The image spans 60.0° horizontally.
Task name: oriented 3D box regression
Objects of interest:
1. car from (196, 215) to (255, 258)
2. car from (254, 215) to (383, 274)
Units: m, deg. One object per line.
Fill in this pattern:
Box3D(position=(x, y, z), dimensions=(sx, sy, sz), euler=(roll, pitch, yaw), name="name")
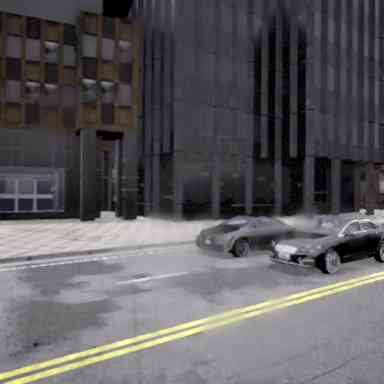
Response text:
Box3D(position=(2.221, 1.617, 13.067), dimensions=(4.181, 1.385, 1.994), euler=(0, 0, -34), name="car")
Box3D(position=(4.627, 1.545, 10.778), dimensions=(4.902, 1.511, 2.128), euler=(0, 0, -34), name="car")
